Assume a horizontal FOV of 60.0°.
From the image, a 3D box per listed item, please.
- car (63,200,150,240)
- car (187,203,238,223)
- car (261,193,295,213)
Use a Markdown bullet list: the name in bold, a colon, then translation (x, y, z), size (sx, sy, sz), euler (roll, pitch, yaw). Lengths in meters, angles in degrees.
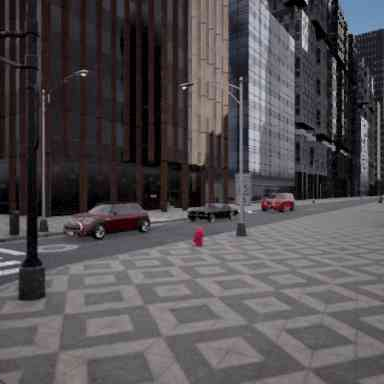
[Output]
- **car**: translation (-4.285, 1.324, 17.193), size (2.097, 1.767, 4.553), euler (0, 0, 36)
- **car**: translation (1.645, 1.545, 25.464), size (1.895, 1.301, 4.718), euler (0, 0, 36)
- **car**: translation (9.508, 1.135, 36.443), size (2.150, 2.045, 5.566), euler (0, 0, 35)
